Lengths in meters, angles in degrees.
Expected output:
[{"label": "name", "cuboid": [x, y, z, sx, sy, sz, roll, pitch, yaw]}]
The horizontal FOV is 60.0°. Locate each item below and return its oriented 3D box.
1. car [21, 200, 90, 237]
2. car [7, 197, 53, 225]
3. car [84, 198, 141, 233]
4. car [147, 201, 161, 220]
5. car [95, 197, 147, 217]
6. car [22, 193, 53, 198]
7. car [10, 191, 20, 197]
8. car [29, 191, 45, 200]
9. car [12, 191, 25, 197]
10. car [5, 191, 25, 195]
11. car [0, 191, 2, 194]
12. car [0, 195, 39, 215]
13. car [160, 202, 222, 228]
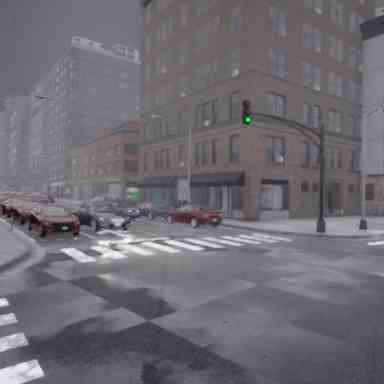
[{"label": "car", "cuboid": [-6.869, 1.319, 16.419, 1.887, 1.381, 4.507, 2, -1, -36]}, {"label": "car", "cuboid": [-10.070, 1.240, 20.898, 1.887, 1.381, 4.507, 2, -1, -36]}, {"label": "car", "cuboid": [-5.071, 1.307, 18.466, 2.128, 1.511, 4.902, 1, 0, -35]}, {"label": "car", "cuboid": [-3.136, 1.407, 25.855, 2.008, 1.369, 4.403, 2, -1, -36]}, {"label": "car", "cuboid": [-5.682, 1.344, 24.649, 2.033, 1.411, 5.357, 1, 0, -36]}, {"label": "car", "cuboid": [-14.303, 1.136, 31.385, 2.033, 1.411, 5.357, 1, 0, -36]}, {"label": "car", "cuboid": [-44.840, 0.395, 84.217, 1.752, 1.417, 4.829, 2, -1, -36]}, {"label": "car", "cuboid": [-28.736, 0.679, 61.685, 1.967, 1.590, 4.097, 2, -1, -36]}, {"label": "car", "cuboid": [-41.542, 0.510, 79.600, 1.947, 1.339, 4.313, 2, -1, -36]}, {"label": "car", "cuboid": [-25.627, 0.895, 47.401, 1.994, 1.385, 4.181, 1, 0, -36]}, {"label": "car", "cuboid": [-26.071, 0.851, 43.291, 1.887, 1.381, 4.507, 2, -1, -36]}, {"label": "car", "cuboid": [-13.270, 1.161, 25.377, 1.887, 1.381, 4.507, 2, -1, -36]}, {"label": "car", "cuboid": [0.065, 1.480, 21.377, 1.887, 1.381, 4.507, 2, -1, -36]}]
